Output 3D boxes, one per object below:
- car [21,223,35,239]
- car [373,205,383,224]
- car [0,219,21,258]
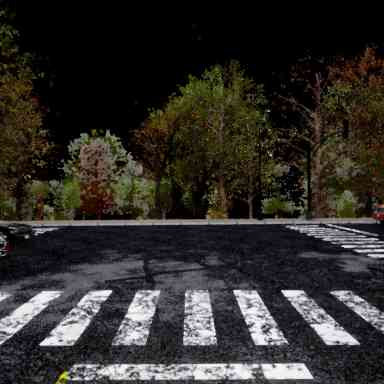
[{"bbox_3d":[-9.983,1.615,14.807,5.357,1.411,2.033,-1,-1,1],"label":"car"},{"bbox_3d":[14.633,1.127,21.157,5.566,2.045,2.150,-1,-1,1],"label":"car"},{"bbox_3d":[-8.178,1.343,10.466,4.553,1.767,2.097,-1,-1,14],"label":"car"}]
